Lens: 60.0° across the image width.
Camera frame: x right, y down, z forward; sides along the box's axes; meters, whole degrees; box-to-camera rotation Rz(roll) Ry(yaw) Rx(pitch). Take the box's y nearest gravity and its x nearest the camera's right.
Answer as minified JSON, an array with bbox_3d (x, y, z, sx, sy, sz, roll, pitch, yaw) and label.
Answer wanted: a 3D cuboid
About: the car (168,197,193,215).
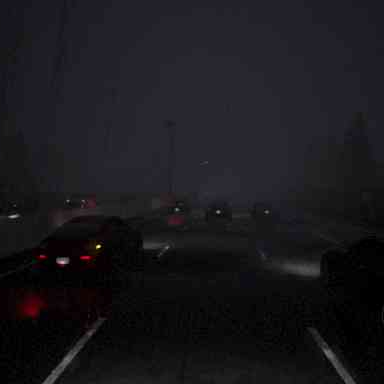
[{"bbox_3d":[-1.045,1.232,30.376,1.837,1.490,4.892,1,0,5],"label":"car"}]

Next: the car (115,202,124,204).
[{"bbox_3d":[-7.546,1.094,38.443,1.837,1.490,4.892,1,0,5],"label":"car"}]

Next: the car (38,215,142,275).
[{"bbox_3d":[-2.810,1.408,10.001,1.812,1.442,4.674,1,0,5],"label":"car"}]

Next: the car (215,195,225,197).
[{"bbox_3d":[3.693,1.152,44.254,2.128,1.511,4.902,1,0,5],"label":"car"}]

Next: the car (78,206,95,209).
[{"bbox_3d":[-11.389,0.930,34.728,2.097,1.767,4.553,1,1,5],"label":"car"}]

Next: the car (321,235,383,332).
[{"bbox_3d":[3.913,1.515,6.130,1.812,1.442,4.674,0,0,4],"label":"car"}]

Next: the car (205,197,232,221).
[{"bbox_3d":[2.041,1.367,25.553,1.994,1.385,4.181,1,0,5],"label":"car"}]

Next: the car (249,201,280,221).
[{"bbox_3d":[5.584,1.402,25.877,1.994,1.385,4.181,1,0,5],"label":"car"}]
